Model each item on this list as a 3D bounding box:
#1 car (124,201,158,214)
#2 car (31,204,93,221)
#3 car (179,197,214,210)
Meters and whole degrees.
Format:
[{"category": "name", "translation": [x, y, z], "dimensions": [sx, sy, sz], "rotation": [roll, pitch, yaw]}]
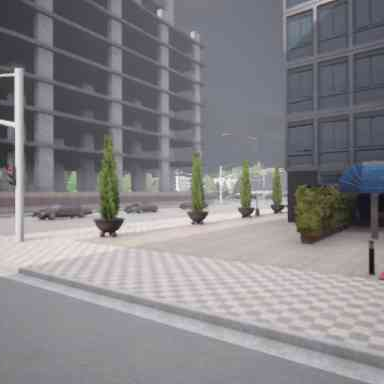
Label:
[{"category": "car", "translation": [-5.851, 1.784, 38.498], "dimensions": [1.994, 1.385, 4.181], "rotation": [-1, 0, 37]}, {"category": "car", "translation": [-11.718, 1.768, 30.437], "dimensions": [2.033, 1.411, 5.357], "rotation": [-1, 0, 36]}, {"category": "car", "translation": [0.390, 1.768, 47.086], "dimensions": [2.033, 1.411, 5.357], "rotation": [-1, 0, 36]}]
